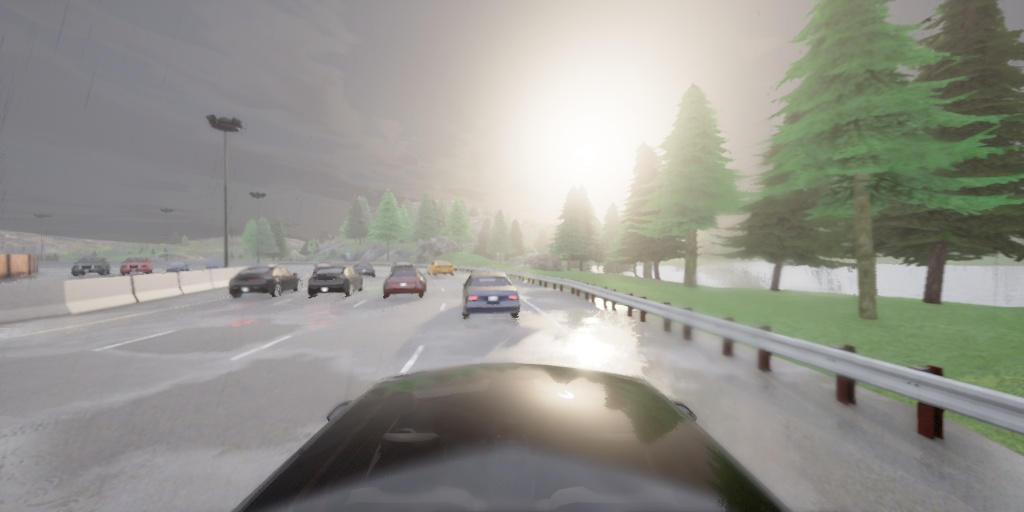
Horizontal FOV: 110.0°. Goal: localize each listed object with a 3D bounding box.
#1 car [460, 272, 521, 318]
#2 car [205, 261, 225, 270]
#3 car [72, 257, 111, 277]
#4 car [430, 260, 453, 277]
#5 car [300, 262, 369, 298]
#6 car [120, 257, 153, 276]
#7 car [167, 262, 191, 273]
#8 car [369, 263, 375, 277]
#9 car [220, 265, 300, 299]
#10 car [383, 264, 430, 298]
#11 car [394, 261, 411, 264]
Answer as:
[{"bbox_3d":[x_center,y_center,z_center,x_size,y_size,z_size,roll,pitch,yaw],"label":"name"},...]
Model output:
[{"bbox_3d":[-0.877,1.278,12.907,2.033,1.411,5.357,0,0,-8],"label":"car"},{"bbox_3d":[-37.487,1.349,45.461,1.882,1.535,5.008,0,0,-40],"label":"car"},{"bbox_3d":[-46.045,1.157,39.374,2.150,2.045,5.566,0,0,-41],"label":"car"},{"bbox_3d":[-7.227,1.196,35.899,1.882,1.535,5.008,0,0,-23],"label":"car"},{"bbox_3d":[-9.026,1.270,18.662,1.837,1.490,4.892,0,0,-12],"label":"car"},{"bbox_3d":[-43.036,1.130,41.234,2.150,2.045,5.566,0,0,-40],"label":"car"},{"bbox_3d":[-40.133,1.417,43.183,1.812,1.442,4.674,0,0,-40],"label":"car"},{"bbox_3d":[-14.588,1.325,35.284,1.994,1.385,4.181,0,0,-24],"label":"car"},{"bbox_3d":[-12.598,1.290,18.628,1.837,1.490,4.892,0,0,-12],"label":"car"},{"bbox_3d":[-5.516,1.309,18.784,1.994,1.385,4.181,0,0,-12],"label":"car"},{"bbox_3d":[-10.947,1.217,35.716,1.882,1.535,5.008,0,0,-24],"label":"car"}]
